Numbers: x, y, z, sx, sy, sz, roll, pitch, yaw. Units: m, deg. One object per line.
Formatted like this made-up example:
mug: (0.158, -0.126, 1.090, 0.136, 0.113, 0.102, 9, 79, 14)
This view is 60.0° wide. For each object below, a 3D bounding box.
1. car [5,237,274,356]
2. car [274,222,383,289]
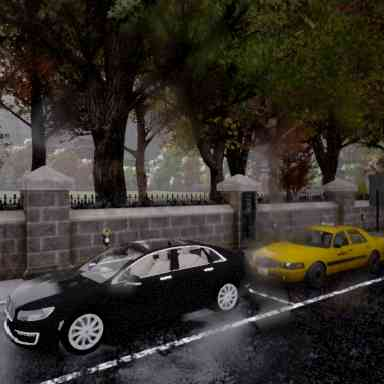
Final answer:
car: (-0.834, 1.551, 5.970, 4.403, 1.369, 2.008, 0, 0, -36)
car: (3.607, 1.526, 9.148, 4.829, 1.417, 1.752, 0, 0, -36)
